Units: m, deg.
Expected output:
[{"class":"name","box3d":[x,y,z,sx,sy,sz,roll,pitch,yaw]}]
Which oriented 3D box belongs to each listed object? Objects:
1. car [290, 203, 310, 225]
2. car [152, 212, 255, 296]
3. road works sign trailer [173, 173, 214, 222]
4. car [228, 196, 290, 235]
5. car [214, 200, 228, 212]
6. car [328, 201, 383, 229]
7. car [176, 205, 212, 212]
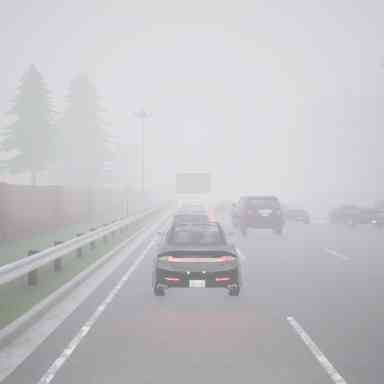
[{"class":"car","box3d":[7.098,1.525,24.226,1.812,1.442,4.674,0,0,0]},{"class":"car","box3d":[0.100,1.491,8.615,2.128,1.511,4.902,0,0,0]},{"class":"road works sign trailer","box3d":[0.069,0.464,22.971,2.380,3.560,2.880,0,0,-1]},{"class":"car","box3d":[3.600,1.221,19.056,2.150,2.045,5.566,0,0,0]},{"class":"car","box3d":[3.600,1.564,37.262,1.994,1.385,4.181,0,0,0]},{"class":"car","box3d":[10.604,1.502,21.811,1.837,1.490,4.892,0,-1,0]},{"class":"car","box3d":[0.068,1.474,19.051,1.882,1.535,5.008,0,0,5]}]
